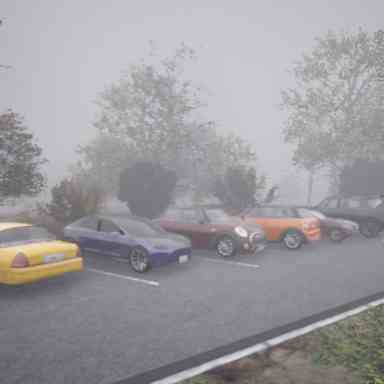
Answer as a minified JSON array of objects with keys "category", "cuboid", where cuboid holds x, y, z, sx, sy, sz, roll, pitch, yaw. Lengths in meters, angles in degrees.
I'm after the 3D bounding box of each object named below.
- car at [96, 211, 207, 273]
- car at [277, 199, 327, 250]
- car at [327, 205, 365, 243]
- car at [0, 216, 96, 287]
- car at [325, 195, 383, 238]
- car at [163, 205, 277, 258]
[{"category":"car","cuboid":[-2.185,1.493,10.705,4.792,1.488,2.163,-1,-1,35]},{"category":"car","cuboid":[3.050,1.336,14.318,4.553,1.767,2.185,-1,0,35]},{"category":"car","cuboid":[5.475,1.501,16.036,4.674,1.452,2.002,-1,-1,35]},{"category":"car","cuboid":[-5.156,1.463,8.891,5.366,1.575,1.946,-1,0,35]},{"category":"car","cuboid":[7.895,1.210,17.745,5.566,2.045,2.435,-1,0,35]},{"category":"car","cuboid":[0.555,1.338,12.667,4.553,1.767,2.185,-1,-1,35]}]
